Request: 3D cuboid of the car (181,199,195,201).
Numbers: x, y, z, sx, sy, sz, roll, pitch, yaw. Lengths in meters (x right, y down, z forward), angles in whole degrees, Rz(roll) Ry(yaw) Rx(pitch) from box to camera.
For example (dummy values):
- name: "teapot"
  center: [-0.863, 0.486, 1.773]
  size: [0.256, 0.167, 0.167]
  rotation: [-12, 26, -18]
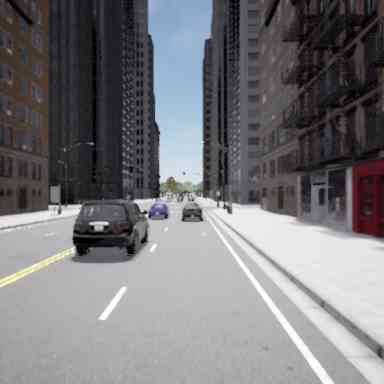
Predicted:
- name: "car"
  center: [-0.051, 1.901, 41.089]
  size: [2.033, 1.411, 5.357]
  rotation: [0, 0, 0]

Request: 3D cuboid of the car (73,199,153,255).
- name: "car"
  center: [-3.179, 1.355, 14.007]
  size: [2.150, 2.045, 5.566]
  rotation: [0, -1, 0]

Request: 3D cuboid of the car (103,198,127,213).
- name: "car"
  center: [-9.861, 1.752, 42.973]
  size: [2.097, 1.767, 4.553]
  rotation: [0, 0, 0]

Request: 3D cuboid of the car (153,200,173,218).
- name: "car"
  center: [-3.229, 1.825, 33.076]
  size: [1.812, 1.442, 4.674]
  rotation: [0, -1, 0]

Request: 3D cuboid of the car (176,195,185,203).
- name: "car"
  center: [-3.485, 2.127, 91.714]
  size: [2.128, 1.511, 4.902]
  rotation: [0, 0, 0]

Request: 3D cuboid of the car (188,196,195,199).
- name: "car"
  center: [-0.236, 1.967, 92.110]
  size: [2.097, 1.767, 4.553]
  rotation: [0, 0, 0]

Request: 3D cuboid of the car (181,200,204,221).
- name: "car"
  center: [0.031, 1.771, 30.368]
  size: [1.837, 1.490, 4.892]
  rotation: [0, 0, 0]
